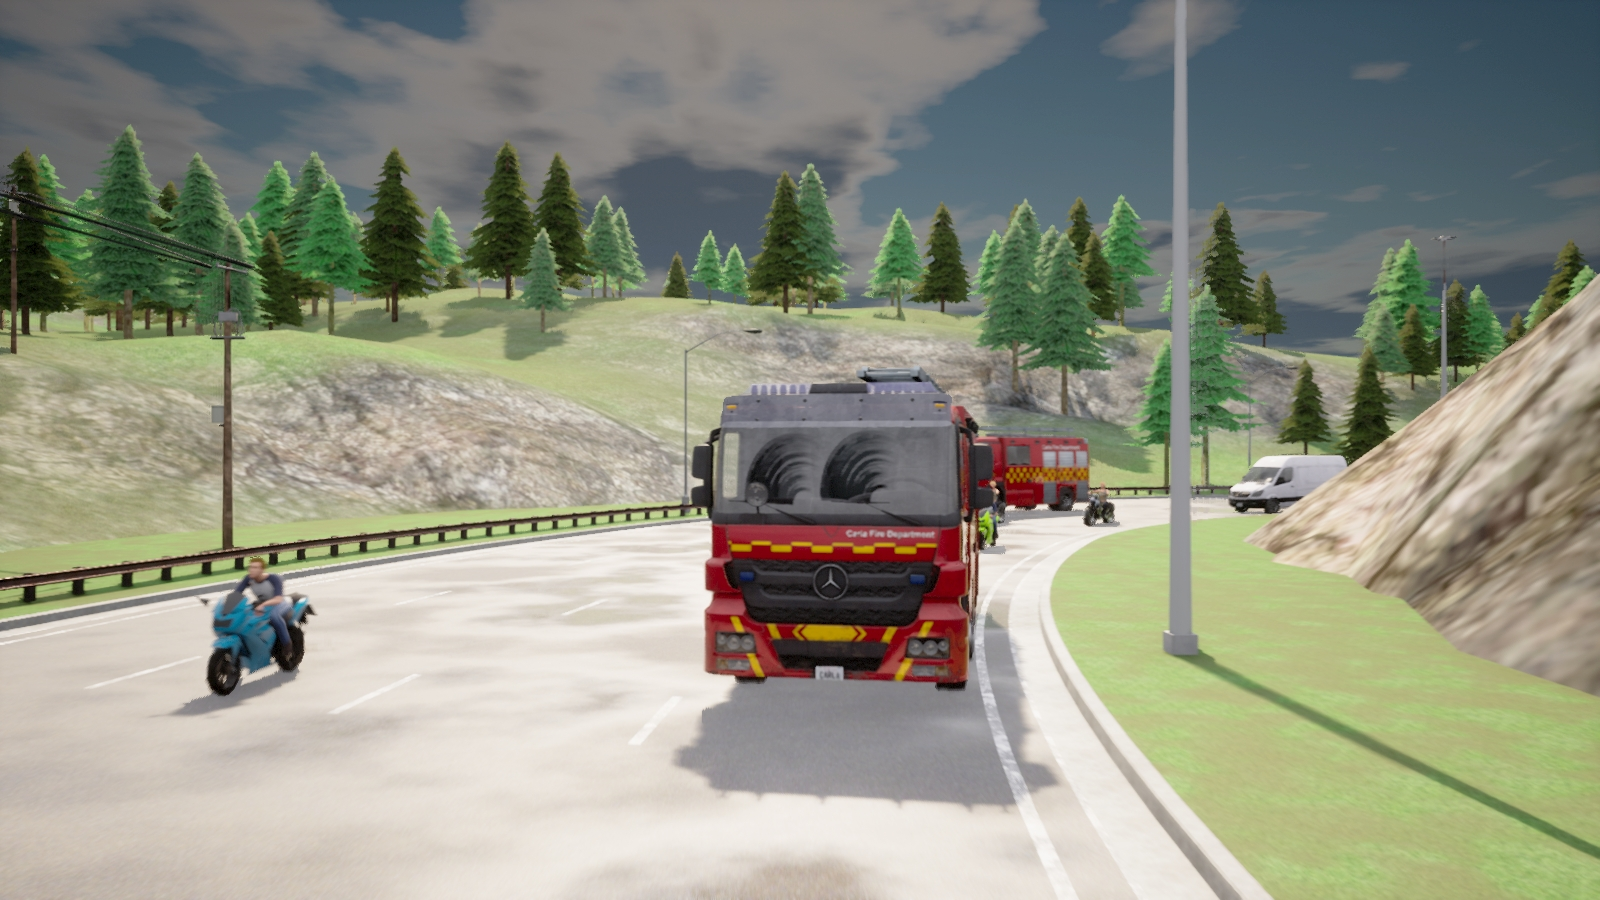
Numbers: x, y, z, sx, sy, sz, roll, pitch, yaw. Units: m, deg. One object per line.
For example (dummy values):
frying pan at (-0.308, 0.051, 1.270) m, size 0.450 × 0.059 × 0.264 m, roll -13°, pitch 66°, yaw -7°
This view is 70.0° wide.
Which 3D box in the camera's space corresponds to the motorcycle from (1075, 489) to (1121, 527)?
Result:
motorcycle at (11.166, 2.159, 42.739) m, size 0.764 × 1.307 × 2.356 m, roll 1°, pitch 1°, yaw 39°

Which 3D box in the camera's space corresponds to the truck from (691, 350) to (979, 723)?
truck at (0.989, 0.892, 16.155) m, size 2.891 × 3.827 × 8.468 m, roll 0°, pitch 0°, yaw 10°

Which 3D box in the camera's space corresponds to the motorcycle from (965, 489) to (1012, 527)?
motorcycle at (7.115, 2.159, 43.073) m, size 0.764 × 1.307 × 2.356 m, roll 0°, pitch 0°, yaw 37°

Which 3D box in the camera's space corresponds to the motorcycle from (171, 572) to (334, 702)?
motorcycle at (-6.503, 2.187, 13.718) m, size 0.803 × 1.199 × 2.033 m, roll 2°, pitch 0°, yaw 5°

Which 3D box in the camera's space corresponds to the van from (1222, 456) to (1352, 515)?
van at (22.037, 1.539, 51.657) m, size 5.915 × 2.561 × 1.988 m, roll 0°, pitch 0°, yaw -25°

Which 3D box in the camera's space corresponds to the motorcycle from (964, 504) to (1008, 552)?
motorcycle at (5.262, 2.189, 32.265) m, size 0.803 × 1.199 × 2.033 m, roll 1°, pitch 0°, yaw 22°

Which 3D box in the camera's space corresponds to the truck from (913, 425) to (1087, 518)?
truck at (9.098, 0.895, 51.196) m, size 8.468 × 3.827 × 2.891 m, roll 0°, pitch 0°, yaw -40°
